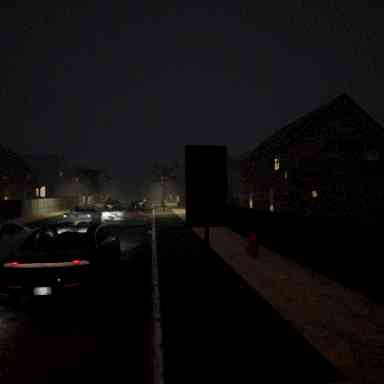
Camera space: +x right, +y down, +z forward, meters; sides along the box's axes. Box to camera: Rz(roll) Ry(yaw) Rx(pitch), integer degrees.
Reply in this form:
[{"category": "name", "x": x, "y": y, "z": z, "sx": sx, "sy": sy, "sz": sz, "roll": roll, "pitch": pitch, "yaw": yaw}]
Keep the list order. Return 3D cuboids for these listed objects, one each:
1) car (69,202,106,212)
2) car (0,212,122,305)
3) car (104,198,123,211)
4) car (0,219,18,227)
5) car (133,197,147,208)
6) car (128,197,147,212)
[{"category": "car", "x": -7.458, "y": 1.585, "z": 22.963, "sx": 1.895, "sy": 1.301, "sz": 4.718, "roll": 0, "pitch": 0, "yaw": -7}, {"category": "car", "x": -2.850, "y": 1.481, "z": 8.121, "sx": 2.128, "sy": 1.511, "sz": 4.902, "roll": 0, "pitch": 0, "yaw": -7}, {"category": "car", "x": -9.330, "y": 1.472, "z": 39.485, "sx": 2.128, "sy": 1.511, "sz": 4.902, "roll": 0, "pitch": 0, "yaw": -6}, {"category": "car", "x": -5.852, "y": 1.533, "z": 9.267, "sx": 1.812, "sy": 1.442, "sz": 4.674, "roll": 0, "pitch": 0, "yaw": -7}, {"category": "car", "x": -7.624, "y": 1.476, "z": 48.853, "sx": 1.837, "sy": 1.490, "sz": 4.892, "roll": 0, "pitch": 0, "yaw": -6}, {"category": "car", "x": -6.408, "y": 1.450, "z": 38.854, "sx": 2.128, "sy": 1.511, "sz": 4.902, "roll": 0, "pitch": 0, "yaw": -6}]
